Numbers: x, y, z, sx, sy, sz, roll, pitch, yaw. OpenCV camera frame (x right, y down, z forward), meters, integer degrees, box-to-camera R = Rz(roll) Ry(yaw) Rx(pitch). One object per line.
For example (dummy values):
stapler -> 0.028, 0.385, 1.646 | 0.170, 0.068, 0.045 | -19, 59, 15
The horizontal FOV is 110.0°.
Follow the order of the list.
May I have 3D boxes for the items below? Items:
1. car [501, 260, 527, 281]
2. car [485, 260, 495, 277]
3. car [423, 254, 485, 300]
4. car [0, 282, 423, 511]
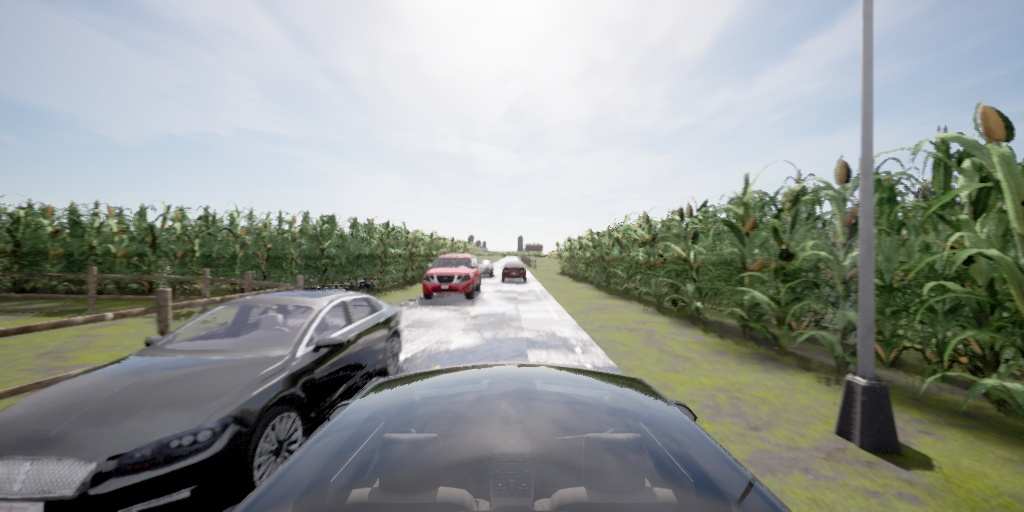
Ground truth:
car -> 0.176, 1.146, 28.688 | 1.882, 1.535, 5.008 | 0, 0, 1
car -> -2.624, 1.138, 33.246 | 2.128, 1.511, 4.902 | 0, 0, 0
car -> -2.778, 0.917, 17.769 | 2.150, 2.045, 5.566 | 0, 0, 1
car -> -2.845, 1.229, 4.501 | 2.128, 1.511, 4.902 | 0, 0, 0
